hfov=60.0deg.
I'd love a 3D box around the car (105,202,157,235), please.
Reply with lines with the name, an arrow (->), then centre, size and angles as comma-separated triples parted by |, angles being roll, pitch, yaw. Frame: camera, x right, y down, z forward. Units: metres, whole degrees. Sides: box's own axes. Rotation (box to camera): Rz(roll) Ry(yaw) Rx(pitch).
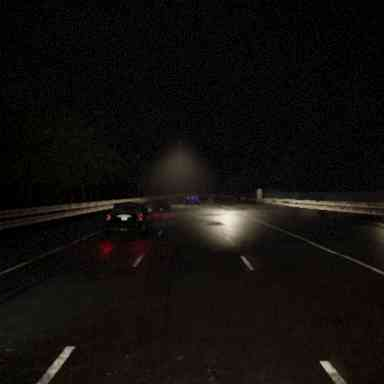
car -> -3.408, 1.362, 18.843 | 2.097, 1.767, 4.553 | 0, 0, 0

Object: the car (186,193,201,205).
car -> 0.073, 1.389, 64.900 | 2.150, 2.045, 5.566 | 0, 0, 0

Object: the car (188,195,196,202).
car -> -0.032, 1.607, 86.335 | 2.097, 1.767, 4.553 | 0, 0, 0

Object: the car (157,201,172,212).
car -> -3.417, 1.668, 39.426 | 1.895, 1.301, 4.718 | 0, 0, 0
